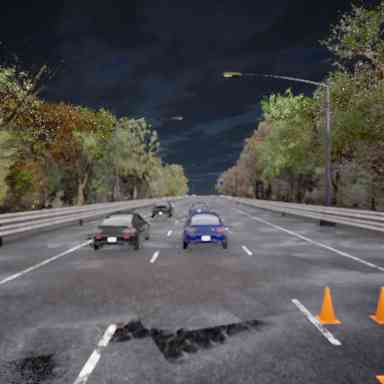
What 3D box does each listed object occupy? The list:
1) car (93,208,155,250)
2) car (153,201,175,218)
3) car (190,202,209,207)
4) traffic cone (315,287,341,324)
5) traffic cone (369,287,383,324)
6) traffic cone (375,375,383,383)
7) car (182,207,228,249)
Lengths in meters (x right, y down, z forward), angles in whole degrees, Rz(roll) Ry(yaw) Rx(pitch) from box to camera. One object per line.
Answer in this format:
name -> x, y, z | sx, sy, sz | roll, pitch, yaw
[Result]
car -> -2.947, 1.606, 14.585 | 1.812, 1.442, 4.674 | 0, 0, 0
car -> -2.791, 1.680, 32.635 | 1.837, 1.490, 4.892 | 0, 0, 1
car -> 0.740, 1.742, 33.642 | 1.994, 1.385, 4.181 | 0, 0, 1
traffic cone -> 2.410, 1.988, 5.922 | 0.340, 0.580, 0.340 | 0, 0, 0
traffic cone -> 3.410, 1.988, 5.926 | 0.340, 0.580, 0.340 | 0, 0, 0
traffic cone -> 2.420, 1.977, 3.922 | 0.340, 0.580, 0.340 | 0, 0, 0
car -> 0.548, 1.608, 14.968 | 1.812, 1.442, 4.674 | 0, 0, 0
